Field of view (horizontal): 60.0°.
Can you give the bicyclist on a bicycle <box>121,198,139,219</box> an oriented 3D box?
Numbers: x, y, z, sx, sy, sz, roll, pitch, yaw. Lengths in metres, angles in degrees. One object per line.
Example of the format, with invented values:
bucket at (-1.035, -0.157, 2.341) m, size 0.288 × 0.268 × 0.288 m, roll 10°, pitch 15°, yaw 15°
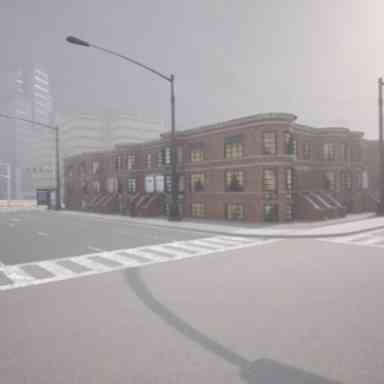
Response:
bicyclist on a bicycle at (-4.913, 1.313, 26.350) m, size 1.656 × 1.620 × 0.582 m, roll -1°, pitch 0°, yaw -40°
